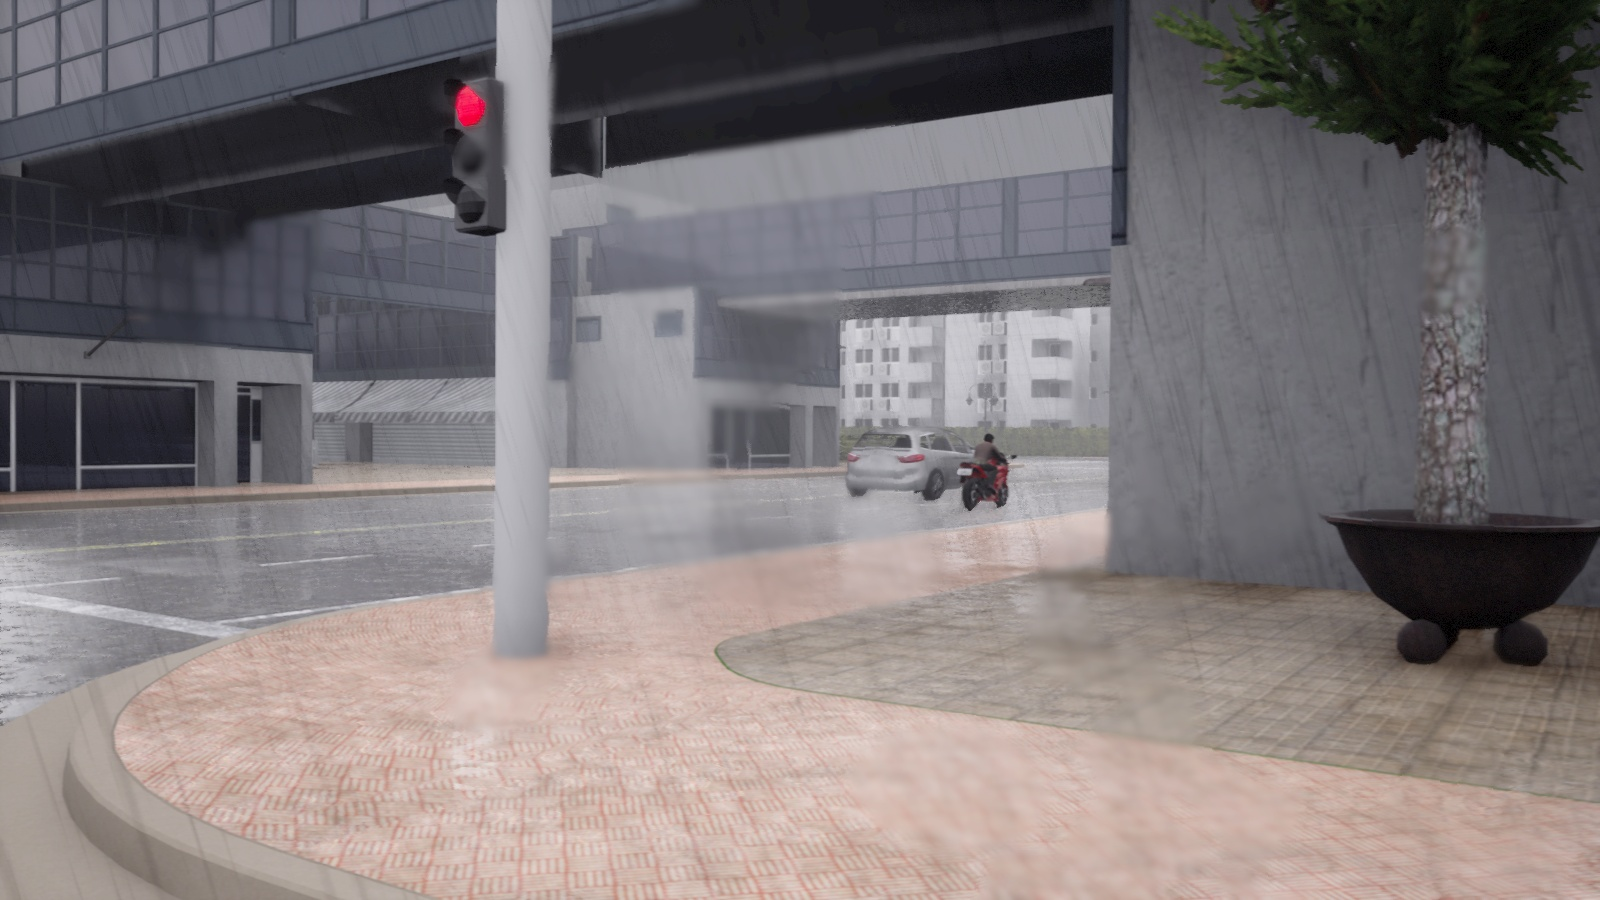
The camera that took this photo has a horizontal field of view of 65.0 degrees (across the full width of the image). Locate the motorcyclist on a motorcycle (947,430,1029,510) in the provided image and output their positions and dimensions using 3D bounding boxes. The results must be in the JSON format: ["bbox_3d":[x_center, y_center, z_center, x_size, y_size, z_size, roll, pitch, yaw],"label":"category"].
[{"bbox_3d":[3.745,0.364,24.874,0.797,1.523,2.044,0,1,34],"label":"motorcyclist on a motorcycle"}]

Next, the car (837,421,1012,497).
[{"bbox_3d":[3.073,0.168,30.139,2.242,1.667,4.611,0,1,34],"label":"car"}]
